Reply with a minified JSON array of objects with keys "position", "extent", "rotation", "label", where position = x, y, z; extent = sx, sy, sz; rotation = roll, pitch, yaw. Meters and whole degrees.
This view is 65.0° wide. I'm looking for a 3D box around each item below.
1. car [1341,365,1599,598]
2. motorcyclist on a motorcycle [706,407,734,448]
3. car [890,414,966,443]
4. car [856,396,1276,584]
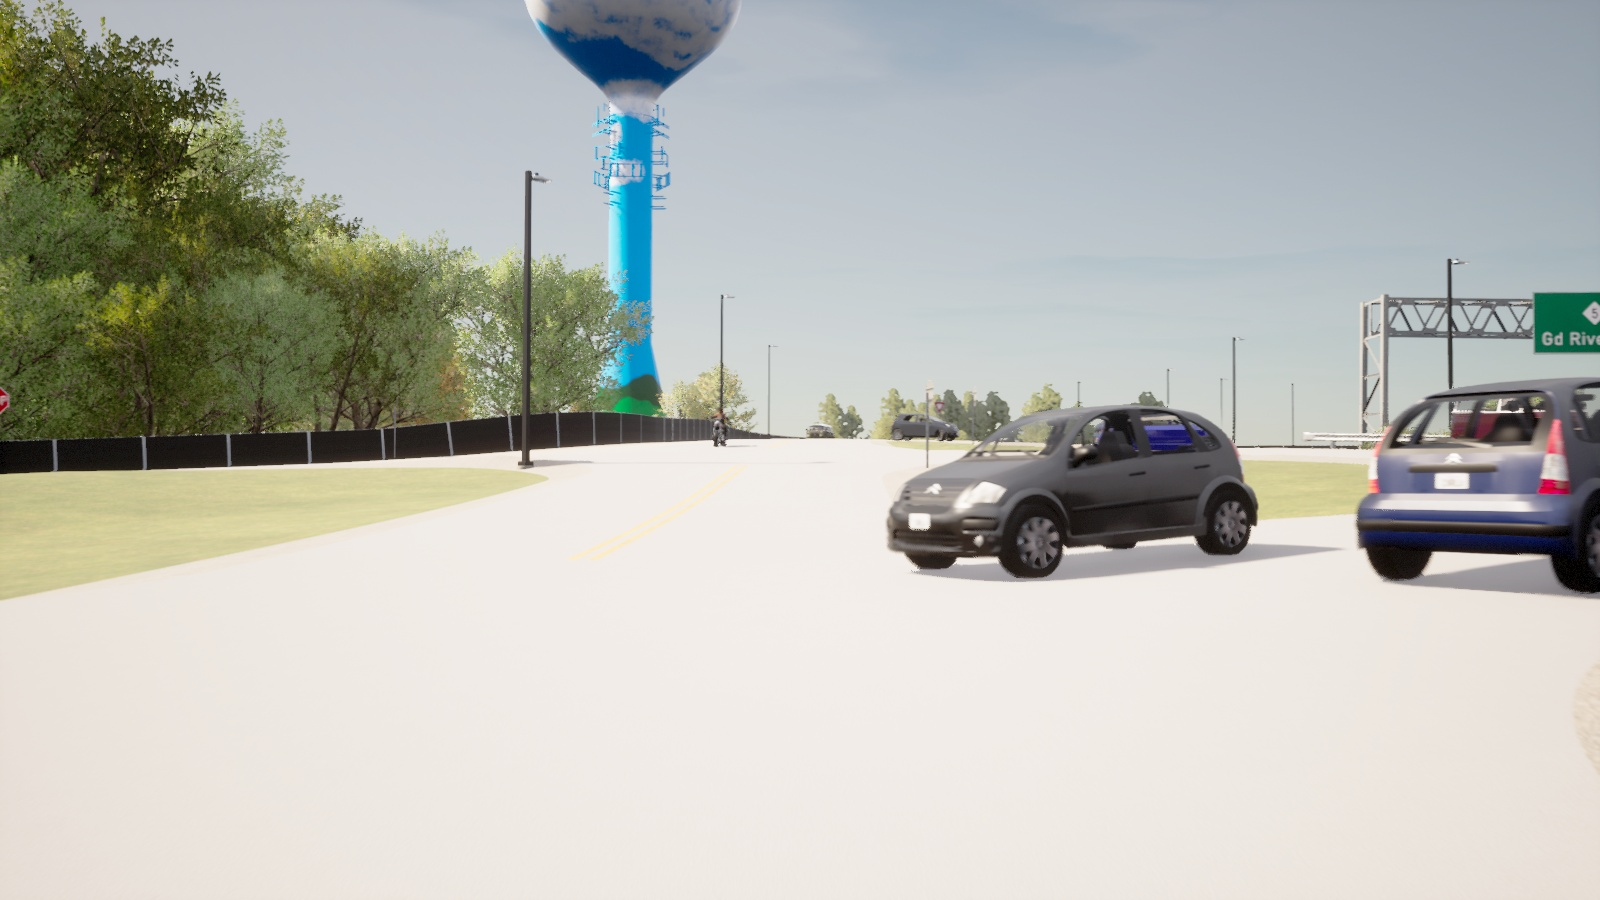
[{"position":[6.611,0.173,10.572],"extent":[3.988,1.617,1.851],"rotation":[-2,0,-34],"label":"car"},{"position":[-3.228,-0.932,50.836],"extent":[0.766,1.649,2.350],"rotation":[0,2,6],"label":"motorcyclist on a motorcycle"},{"position":[6.894,-1.167,67.810],"extent":[3.633,1.501,1.845],"rotation":[1,0,29],"label":"car"},{"position":[2.775,0.326,12.867],"extent":[3.988,1.617,1.851],"rotation":[-2,0,-32],"label":"car"}]
